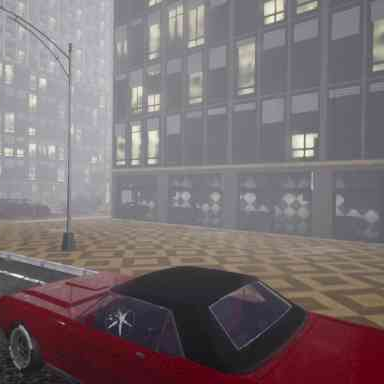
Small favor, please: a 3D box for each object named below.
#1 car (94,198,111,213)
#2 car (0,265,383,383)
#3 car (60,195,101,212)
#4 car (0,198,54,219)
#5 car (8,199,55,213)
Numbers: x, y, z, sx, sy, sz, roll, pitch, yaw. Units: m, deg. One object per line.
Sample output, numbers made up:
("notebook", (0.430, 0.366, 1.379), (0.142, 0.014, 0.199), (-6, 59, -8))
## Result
("car", (-8.949, 1.828, 39.957), (1.752, 1.417, 4.829), (1, 0, 37))
("car", (-0.351, 1.600, 3.939), (4.718, 1.301, 1.895), (0, 0, 36))
("car", (-14.086, 1.424, 42.723), (2.150, 2.045, 5.566), (1, 0, 37))
("car", (-15.766, 1.517, 30.760), (2.192, 1.841, 5.009), (1, 0, 37))
("car", (-19.244, 1.641, 40.143), (1.752, 1.417, 4.829), (1, 0, 37))
